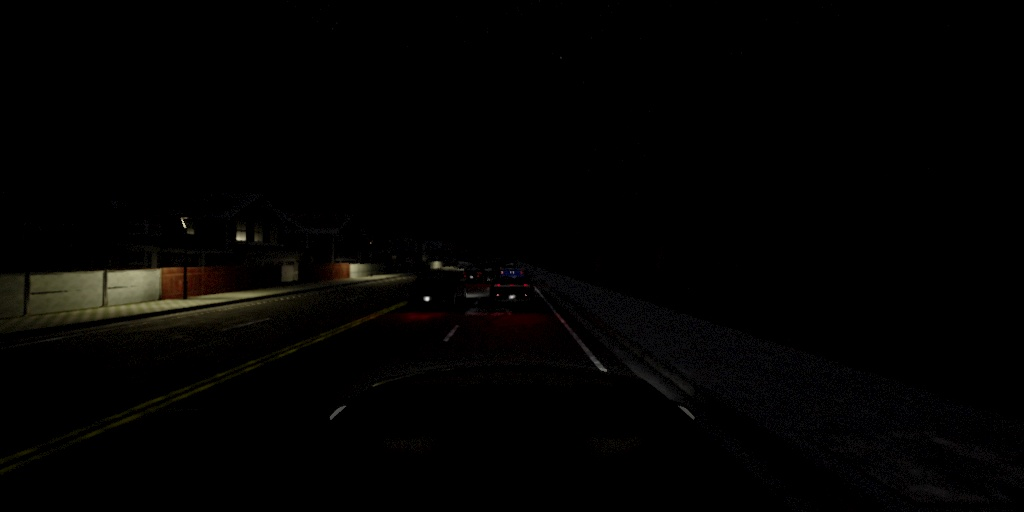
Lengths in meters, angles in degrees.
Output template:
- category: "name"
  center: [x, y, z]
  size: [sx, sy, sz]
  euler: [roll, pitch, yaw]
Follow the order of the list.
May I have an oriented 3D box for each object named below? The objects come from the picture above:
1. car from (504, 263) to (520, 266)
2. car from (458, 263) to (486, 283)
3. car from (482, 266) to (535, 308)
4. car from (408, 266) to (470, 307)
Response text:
- category: "car"
  center: [0.001, 1.373, 30.928]
  size: [2.097, 1.767, 4.553]
  euler: [0, -1, 0]
- category: "car"
  center: [-3.246, 1.551, 31.247]
  size: [1.812, 1.442, 4.674]
  euler: [0, 0, 0]
- category: "car"
  center: [0.004, 1.378, 16.150]
  size: [2.128, 1.511, 4.902]
  euler: [0, 0, 0]
- category: "car"
  center: [-3.246, 1.393, 16.160]
  size: [1.837, 1.490, 4.892]
  euler: [0, 0, 0]
